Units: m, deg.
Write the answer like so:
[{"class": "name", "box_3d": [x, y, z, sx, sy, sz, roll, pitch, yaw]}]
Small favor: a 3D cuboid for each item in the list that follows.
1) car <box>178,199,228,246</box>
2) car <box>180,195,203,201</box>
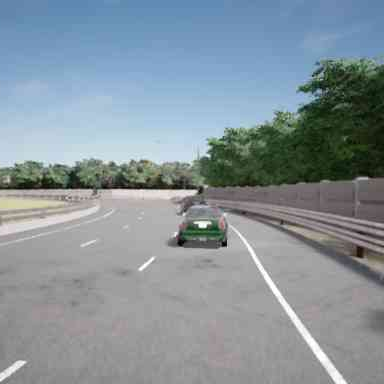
[{"class": "car", "box_3d": [0.581, 1.417, 15.752, 2.097, 1.767, 4.553, 0, 0, 4]}, {"class": "car", "box_3d": [0.042, 1.359, 35.023, 2.150, 2.045, 5.566, 1, 0, -7]}]
